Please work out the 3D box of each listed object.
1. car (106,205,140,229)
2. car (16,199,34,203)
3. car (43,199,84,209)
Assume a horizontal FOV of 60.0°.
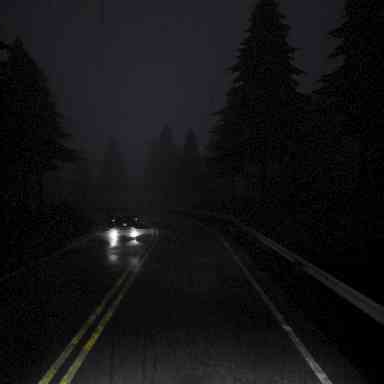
[{"bbox_3d":[-4.715,1.570,22.235,2.033,1.411,5.357,-1,0,-16],"label":"car"},{"bbox_3d":[-28.954,1.960,57.216,2.097,1.767,4.553,0,2,-4],"label":"car"},{"bbox_3d":[-15.951,1.827,42.033,5.357,1.411,2.033,-2,3,35],"label":"car"}]
